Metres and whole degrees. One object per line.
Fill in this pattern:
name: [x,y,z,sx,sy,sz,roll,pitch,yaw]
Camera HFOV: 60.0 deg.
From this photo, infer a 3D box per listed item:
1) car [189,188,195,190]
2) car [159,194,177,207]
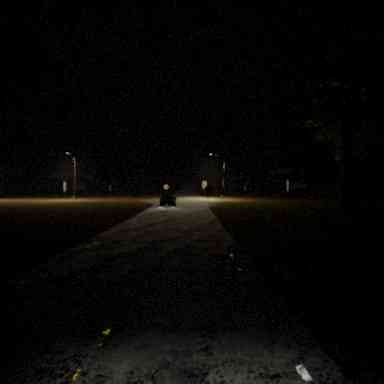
car: [-0.031,-0.905,92.339,2.128,1.511,4.902,0,2,0]
car: [-2.763,0.947,39.434,2.033,1.411,5.357,0,2,0]
